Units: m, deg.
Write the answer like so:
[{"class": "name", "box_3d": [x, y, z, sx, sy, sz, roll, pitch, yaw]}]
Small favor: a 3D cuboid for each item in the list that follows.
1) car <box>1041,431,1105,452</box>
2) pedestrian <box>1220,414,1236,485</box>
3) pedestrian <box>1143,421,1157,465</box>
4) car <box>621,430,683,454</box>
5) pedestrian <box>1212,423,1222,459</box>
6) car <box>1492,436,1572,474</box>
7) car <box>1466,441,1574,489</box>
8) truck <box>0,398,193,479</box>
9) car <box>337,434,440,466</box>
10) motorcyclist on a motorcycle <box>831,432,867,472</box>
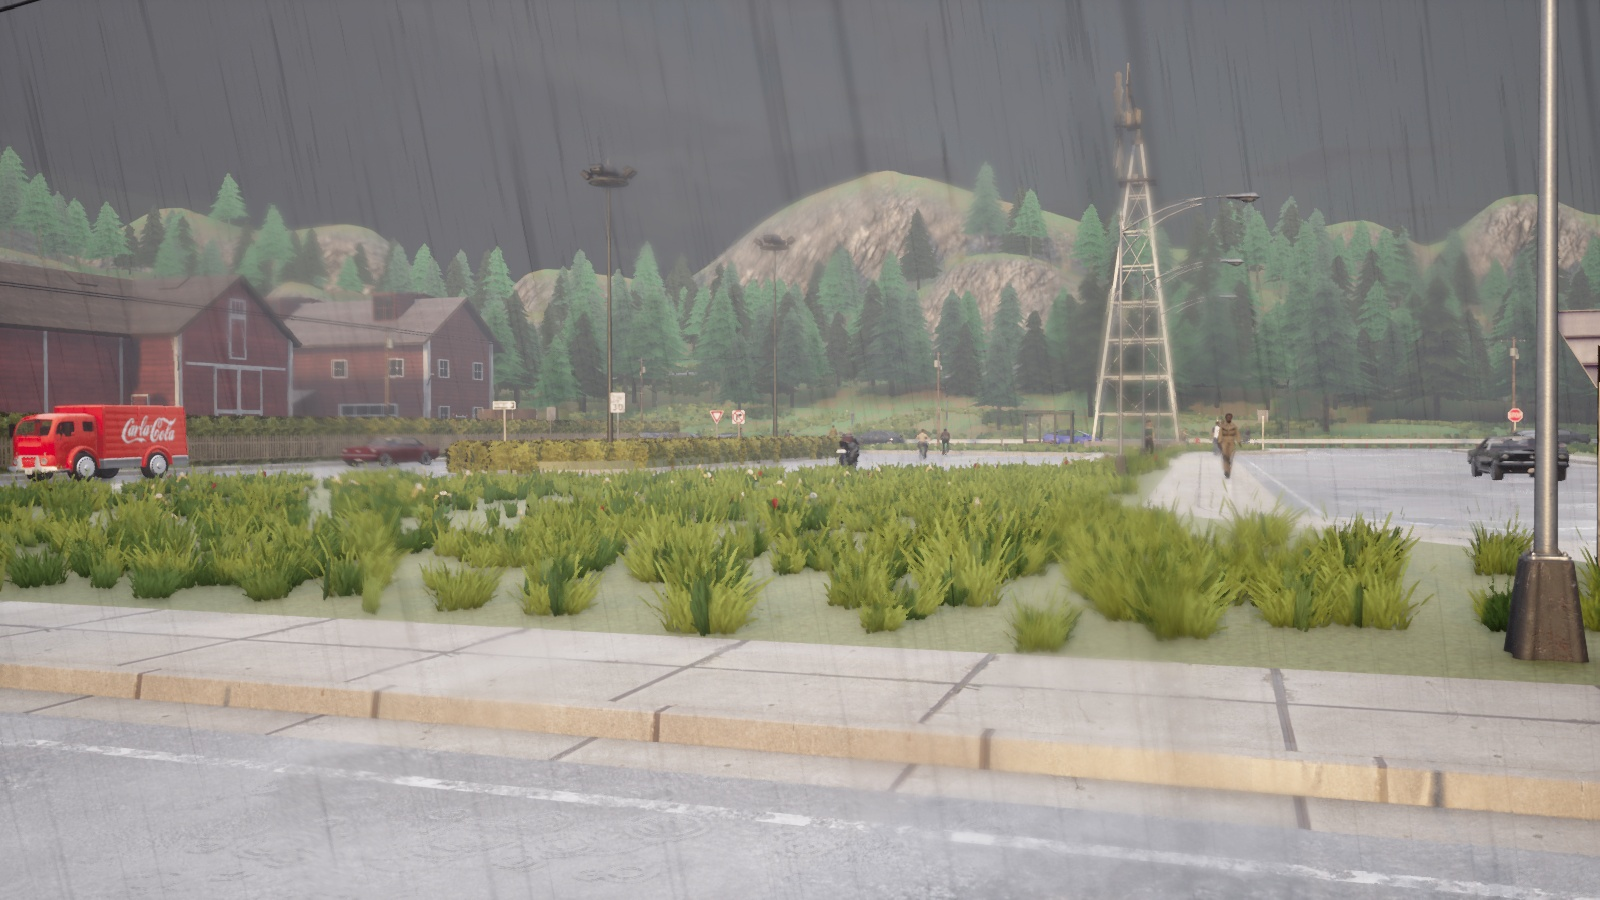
[{"class": "car", "box_3d": [20.738, -0.677, 95.440, 4.514, 1.525, 2.007, 1, 1, 19]}, {"class": "pedestrian", "box_3d": [11.736, -0.025, 34.431, 0.396, 1.930, 0.692, 0, 1, 17]}, {"class": "pedestrian", "box_3d": [14.455, -0.294, 51.896, 0.345, 1.836, 0.594, 0, 1, -4]}, {"class": "car", "box_3d": [-9.529, -0.556, 81.409, 2.128, 1.511, 4.902, 1, 1, 19]}, {"class": "pedestrian", "box_3d": [21.038, -0.454, 63.371, 0.354, 1.836, 0.706, 0, 1, 8]}, {"class": "car", "box_3d": [29.401, 0.153, 50.561, 1.812, 1.442, 4.674, 1, 1, 18]}, {"class": "car", "box_3d": [21.700, 0.399, 38.039, 1.895, 1.301, 4.718, 1, 1, 18]}, {"class": "truck", "box_3d": [-22.993, -0.413, 41.219, 2.627, 2.467, 5.204, 1, 1, 18]}, {"class": "car", "box_3d": [-18.153, -0.033, 55.678, 1.895, 1.301, 4.718, 1, 1, 19]}, {"class": "motorcyclist on a motorcycle", "box_3d": [1.981, 0.068, 50.014, 0.866, 1.530, 2.191, 0, 1, 18]}]
